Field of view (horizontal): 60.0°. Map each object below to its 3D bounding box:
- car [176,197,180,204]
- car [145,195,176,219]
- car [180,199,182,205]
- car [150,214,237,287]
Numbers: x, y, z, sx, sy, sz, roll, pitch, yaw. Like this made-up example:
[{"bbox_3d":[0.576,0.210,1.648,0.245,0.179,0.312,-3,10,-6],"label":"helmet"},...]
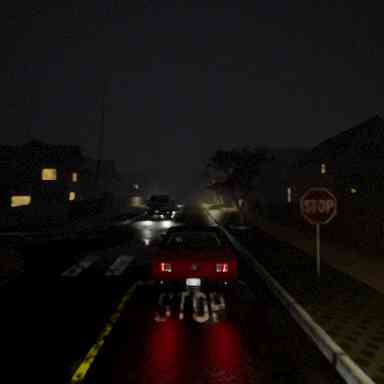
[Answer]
[{"bbox_3d":[-2.947,1.638,41.910,2.033,1.411,5.357,0,0,0],"label":"car"},{"bbox_3d":[-2.922,1.275,30.219,2.150,2.045,5.566,0,0,0],"label":"car"},{"bbox_3d":[-2.906,1.751,63.638,2.033,1.411,5.357,0,0,0],"label":"car"},{"bbox_3d":[0.053,1.578,9.300,1.895,1.301,4.718,0,1,0],"label":"car"}]
